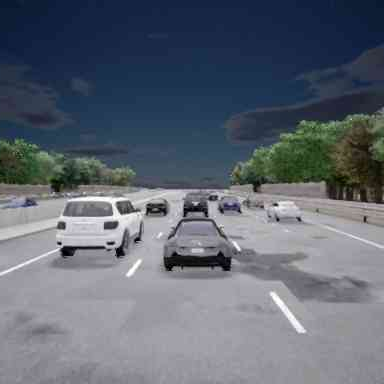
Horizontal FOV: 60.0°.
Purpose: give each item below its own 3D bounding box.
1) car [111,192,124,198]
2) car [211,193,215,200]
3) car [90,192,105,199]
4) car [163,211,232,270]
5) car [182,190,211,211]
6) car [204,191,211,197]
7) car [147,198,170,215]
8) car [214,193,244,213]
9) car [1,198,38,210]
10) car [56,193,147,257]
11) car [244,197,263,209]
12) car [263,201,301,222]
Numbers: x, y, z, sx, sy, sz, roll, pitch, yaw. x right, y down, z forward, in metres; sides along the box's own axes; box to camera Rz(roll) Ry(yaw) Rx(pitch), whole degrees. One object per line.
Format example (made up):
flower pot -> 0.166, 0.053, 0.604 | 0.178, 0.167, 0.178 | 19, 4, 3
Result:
car -> -16.911, 0.678, 75.304 | 1.994, 1.385, 4.181 | 0, 1, 0
car -> 3.993, 0.901, 63.566 | 1.882, 1.535, 5.008 | 0, 1, 0
car -> -20.436, 0.831, 72.288 | 1.994, 1.385, 4.181 | 0, 1, 0
car -> 0.165, 1.552, 11.016 | 1.994, 1.385, 4.181 | 0, 0, 0
car -> 0.316, 1.089, 30.045 | 2.150, 2.045, 5.566 | 0, 1, 0
car -> 4.210, 0.477, 89.833 | 1.812, 1.442, 4.674 | 0, 1, 0
car -> -3.173, 1.331, 31.408 | 1.882, 1.535, 5.008 | 0, 1, 0
car -> 3.751, 1.176, 34.309 | 2.097, 1.767, 4.553 | 0, 1, 0
car -> -17.345, 1.353, 33.792 | 1.812, 1.442, 4.674 | 0, 1, 1
car -> -3.323, 1.202, 12.978 | 2.150, 2.045, 5.566 | 0, 0, 0
car -> 7.352, 1.301, 40.046 | 2.033, 1.411, 5.357 | 0, 1, 1
car -> 7.088, 1.433, 25.751 | 1.812, 1.442, 4.674 | 0, 1, 2
